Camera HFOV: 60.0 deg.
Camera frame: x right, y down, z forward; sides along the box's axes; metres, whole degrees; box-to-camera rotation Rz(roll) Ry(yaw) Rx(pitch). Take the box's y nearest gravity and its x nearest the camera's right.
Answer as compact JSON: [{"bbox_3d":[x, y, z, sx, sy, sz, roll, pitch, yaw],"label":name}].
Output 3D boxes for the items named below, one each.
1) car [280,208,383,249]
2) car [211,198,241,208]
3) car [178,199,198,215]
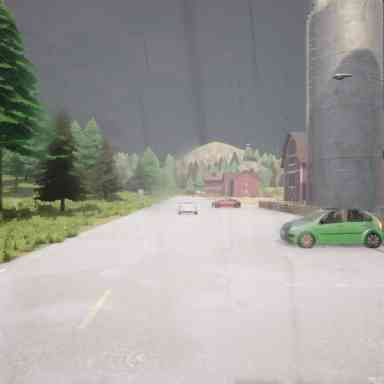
[{"bbox_3d":[5.822,1.486,14.095,3.988,1.617,1.851,0,0,-1],"label":"car"},{"bbox_3d":[4.827,1.559,47.093,4.181,1.381,1.994,0,0,-1],"label":"car"},{"bbox_3d":[-0.425,1.532,34.108,1.812,1.442,4.674,0,0,-1],"label":"car"}]
